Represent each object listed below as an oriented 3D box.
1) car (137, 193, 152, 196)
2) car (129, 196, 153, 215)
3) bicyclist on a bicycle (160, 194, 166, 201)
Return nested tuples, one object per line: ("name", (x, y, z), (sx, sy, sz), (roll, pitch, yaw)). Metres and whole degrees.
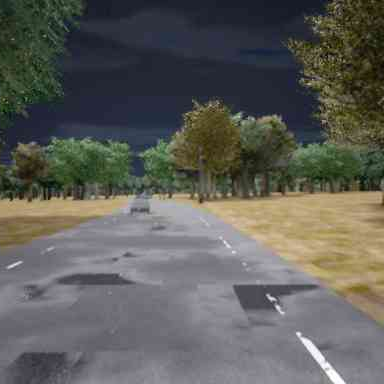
("car", (-10.747, 1.089, 74.347), (2.097, 1.767, 4.553), (0, 0, -11))
("car", (-5.122, 1.408, 33.264), (1.837, 1.490, 4.892), (0, 0, -5))
("bicyclist on a bicycle", (-6.138, 1.320, 74.006), (0.582, 1.620, 1.656), (0, 0, -11))
